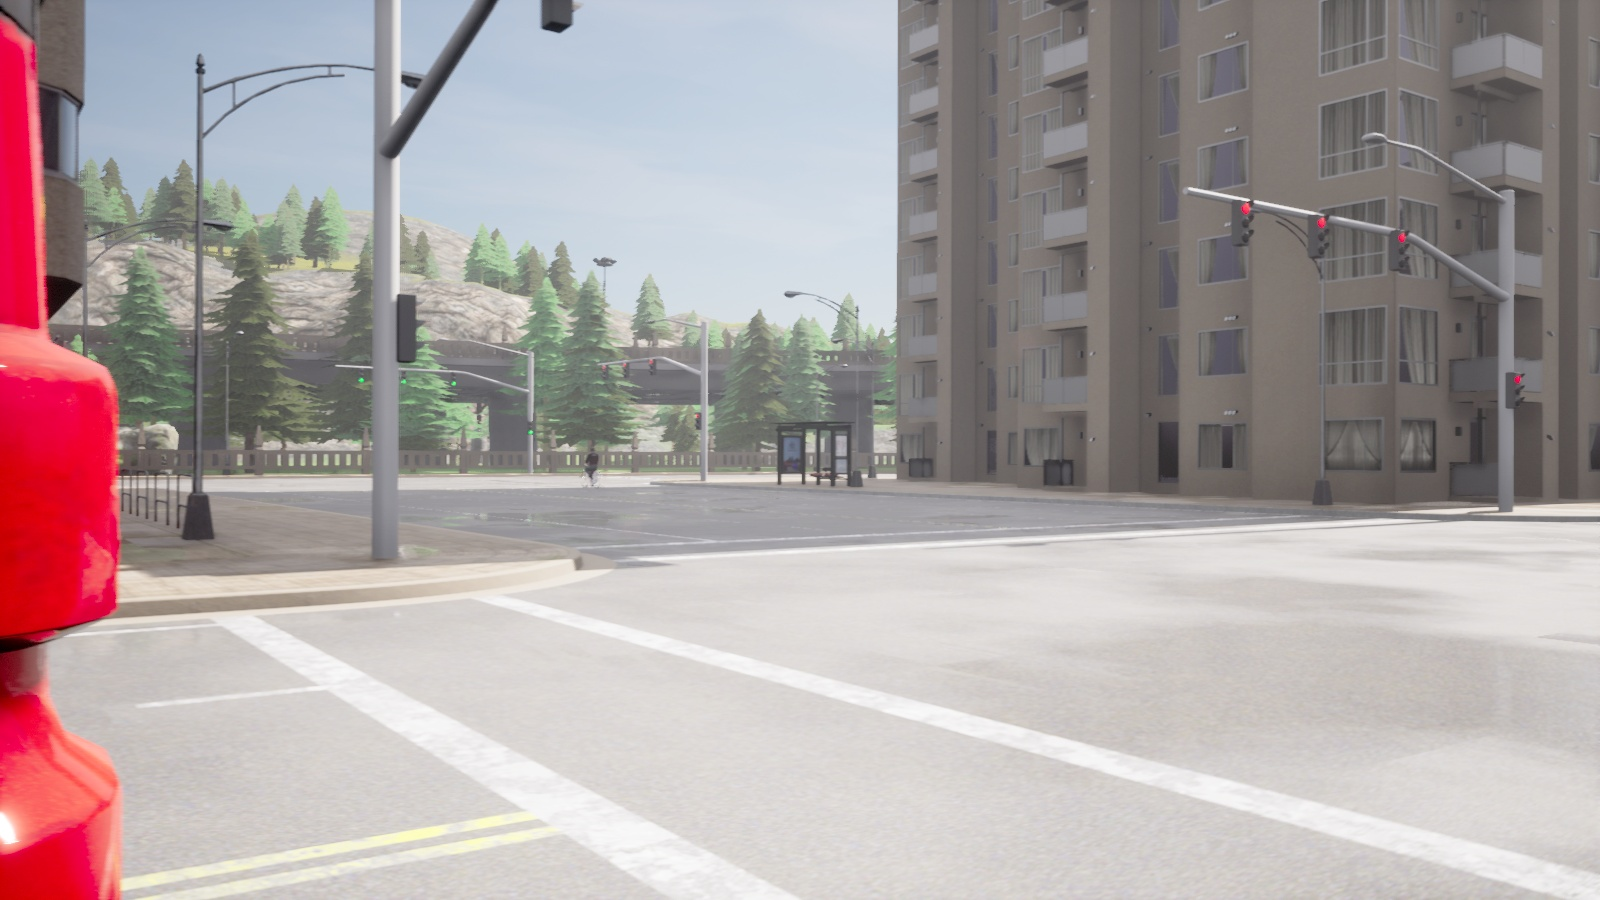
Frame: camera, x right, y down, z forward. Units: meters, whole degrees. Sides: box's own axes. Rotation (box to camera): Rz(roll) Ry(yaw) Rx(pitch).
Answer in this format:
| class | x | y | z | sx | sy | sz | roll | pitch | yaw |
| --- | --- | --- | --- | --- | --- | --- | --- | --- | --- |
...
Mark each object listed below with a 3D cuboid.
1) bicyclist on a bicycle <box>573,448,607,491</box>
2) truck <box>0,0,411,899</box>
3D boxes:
| class | x | y | z | sx | sy | sz | roll | pitch | yaw |
| --- | --- | --- | --- | --- | --- | --- | --- | --- | --- |
| bicyclist on a bicycle | -8.865 | 0.799 | 52.964 | 0.659 | 1.776 | 1.843 | 0 | 0 | -35 |
| truck | -4.786 | -0.414 | 0.332 | 8.468 | 3.827 | 2.891 | 0 | 0 | -35 |
